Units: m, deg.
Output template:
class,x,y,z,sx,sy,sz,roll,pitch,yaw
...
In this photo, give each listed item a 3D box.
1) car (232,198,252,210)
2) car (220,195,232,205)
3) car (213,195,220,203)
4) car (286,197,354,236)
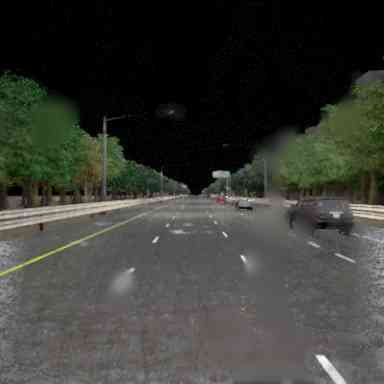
class,x,y,z,sx,sy,sz,roll,pitch,yaw
car,7.142,1.785,46.548,1.994,1.385,4.181,0,0,0
car,7.269,1.842,65.777,2.128,1.511,4.902,0,0,0
car,7.443,1.715,85.847,2.150,2.045,5.566,0,0,1
car,7.029,1.270,18.837,2.150,2.045,5.566,0,0,0
